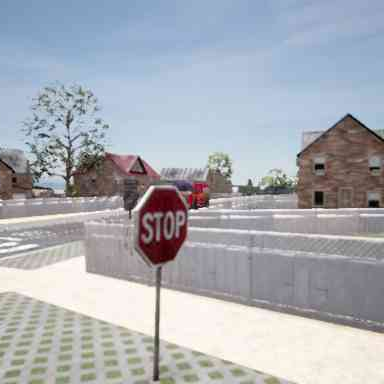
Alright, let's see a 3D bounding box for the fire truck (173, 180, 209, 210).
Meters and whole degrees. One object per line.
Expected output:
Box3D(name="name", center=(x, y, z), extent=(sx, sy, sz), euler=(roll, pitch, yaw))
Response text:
Box3D(name="fire truck", center=(-0.049, 0.327, 45.770), extent=(2.891, 3.827, 8.468), euler=(2, 1, 18))
